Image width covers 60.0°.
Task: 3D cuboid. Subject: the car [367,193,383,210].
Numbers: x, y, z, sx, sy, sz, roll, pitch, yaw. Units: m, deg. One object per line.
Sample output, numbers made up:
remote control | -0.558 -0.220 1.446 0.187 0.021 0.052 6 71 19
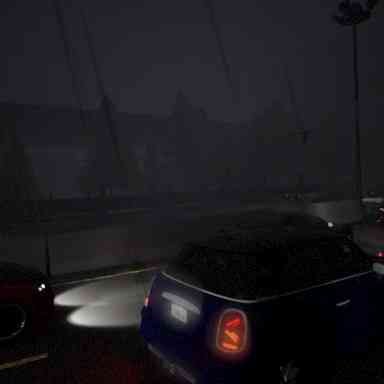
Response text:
car | 10.679 0.864 15.816 4.902 1.511 2.128 -4 2 -36

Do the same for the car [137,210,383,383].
car | 1.581 1.313 4.907 4.553 1.767 2.097 -1 1 -36

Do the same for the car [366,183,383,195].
car | 21.049 -0.247 36.556 4.902 1.511 2.128 -4 2 -36

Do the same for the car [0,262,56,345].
car | -4.314 1.565 4.975 4.181 1.385 1.994 0 0 -35

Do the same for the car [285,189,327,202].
car | 11.729 0.351 34.120 4.718 1.301 1.895 -4 2 -36
